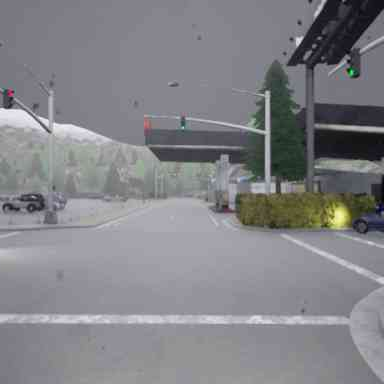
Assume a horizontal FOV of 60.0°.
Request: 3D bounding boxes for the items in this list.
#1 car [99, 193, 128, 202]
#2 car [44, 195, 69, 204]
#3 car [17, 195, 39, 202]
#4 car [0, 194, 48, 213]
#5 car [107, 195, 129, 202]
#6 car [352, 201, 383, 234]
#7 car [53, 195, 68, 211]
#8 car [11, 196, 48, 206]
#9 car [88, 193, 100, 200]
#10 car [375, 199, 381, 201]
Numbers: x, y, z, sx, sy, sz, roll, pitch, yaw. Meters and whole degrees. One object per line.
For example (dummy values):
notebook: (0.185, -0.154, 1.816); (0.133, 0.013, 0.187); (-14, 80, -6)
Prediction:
car: (-16.435, 1.374, 71.077); (5.027, 1.636, 2.152); (0, 0, -1)
car: (-24.039, 1.357, 59.186); (3.633, 1.501, 1.845); (0, 0, -1)
car: (-35.101, 1.429, 71.114); (3.806, 1.475, 1.970); (0, 0, -1)
car: (-16.774, 1.098, 33.493); (3.866, 1.878, 1.905); (0, 0, -1)
car: (-16.506, 1.385, 74.214); (4.514, 1.523, 2.007); (0, 0, -1)
car: (9.733, 1.343, 15.266); (1.812, 1.442, 4.674); (0, 0, -25)
car: (-16.182, 1.384, 36.821); (3.806, 1.475, 1.970); (0, 0, -1)
car: (-24.023, 1.329, 49.193); (4.514, 1.523, 2.007); (0, 0, -1)
car: (-25.801, 1.282, 91.773); (5.566, 2.045, 2.150); (0, 0, -1)
car: (17.229, 1.500, 33.146); (2.242, 1.667, 4.611); (0, 0, -1)
